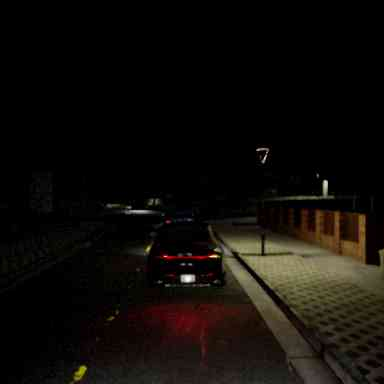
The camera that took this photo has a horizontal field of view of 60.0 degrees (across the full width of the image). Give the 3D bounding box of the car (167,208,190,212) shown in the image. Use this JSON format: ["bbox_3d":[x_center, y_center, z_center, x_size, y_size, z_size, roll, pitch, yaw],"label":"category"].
[{"bbox_3d":[-0.838,1.696,20.500,2.033,1.411,5.357,0,0,-4],"label":"car"}]

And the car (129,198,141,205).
[{"bbox_3d":[-14.576,2.398,84.666,2.128,1.511,4.902,0,-1,-20],"label":"car"}]

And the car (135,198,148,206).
[{"bbox_3d":[-11.419,2.190,75.053,2.097,1.767,4.553,0,-1,-18],"label":"car"}]

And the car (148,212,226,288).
[{"bbox_3d":[-0.173,1.571,9.439,1.837,1.490,4.892,0,0,-2],"label":"car"}]

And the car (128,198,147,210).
[{"bbox_3d":[-8.430,2.005,51.987,2.128,1.511,4.902,0,-1,-12],"label":"car"}]
